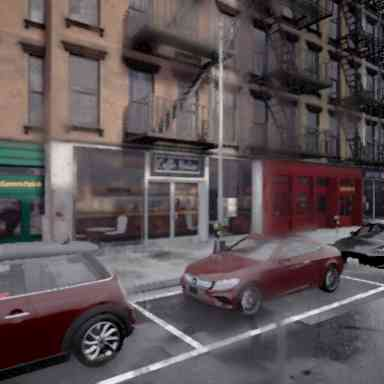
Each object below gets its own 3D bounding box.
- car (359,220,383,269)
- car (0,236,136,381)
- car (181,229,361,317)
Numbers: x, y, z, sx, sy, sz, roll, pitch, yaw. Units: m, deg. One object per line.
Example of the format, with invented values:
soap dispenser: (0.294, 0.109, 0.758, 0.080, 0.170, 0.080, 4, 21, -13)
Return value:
car: (6.358, 1.604, 10.731, 4.313, 1.339, 1.947, 0, 0, -36)
car: (-2.886, 1.440, 4.134, 4.097, 1.590, 1.967, 0, 0, -36)
car: (1.736, 1.601, 7.432, 4.206, 1.307, 1.802, 0, 0, -36)
